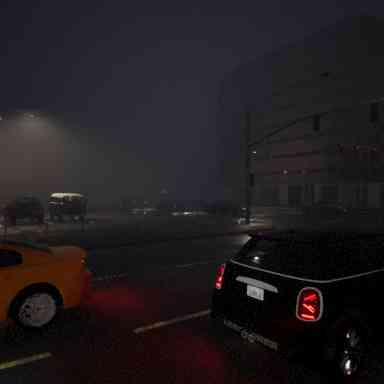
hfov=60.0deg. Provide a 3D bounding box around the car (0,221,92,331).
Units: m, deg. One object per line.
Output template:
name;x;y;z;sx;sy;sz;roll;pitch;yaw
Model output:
car;-4.194;1.477;5.299;5.008;1.535;1.882;0;0;-36

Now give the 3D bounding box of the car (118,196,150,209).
car;-8.309;1.407;47.560;2.097;1.767;4.553;0;0;-35

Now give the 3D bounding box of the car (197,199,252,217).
car;3.143;1.603;31.410;2.033;1.411;5.357;0;0;-35

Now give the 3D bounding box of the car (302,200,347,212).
car;13.725;1.582;34.634;1.812;1.442;4.674;-1;0;-36

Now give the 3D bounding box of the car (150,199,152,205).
car;-8.927;1.581;60.840;1.812;1.442;4.674;0;0;-36

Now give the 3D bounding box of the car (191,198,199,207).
car;0.054;1.603;54.242;2.033;1.411;5.357;0;0;-35

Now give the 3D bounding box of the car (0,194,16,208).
car;-31.741;1.209;56.446;1.932;1.855;4.605;0;0;-35

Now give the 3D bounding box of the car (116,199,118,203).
car;-13.980;1.619;67.962;1.994;1.385;4.181;0;0;-35

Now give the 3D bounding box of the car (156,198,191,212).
car;-2.549;1.581;39.444;1.812;1.442;4.674;0;0;-36

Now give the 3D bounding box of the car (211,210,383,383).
car;2.574;1.352;5.637;4.553;1.767;2.097;0;0;-35
